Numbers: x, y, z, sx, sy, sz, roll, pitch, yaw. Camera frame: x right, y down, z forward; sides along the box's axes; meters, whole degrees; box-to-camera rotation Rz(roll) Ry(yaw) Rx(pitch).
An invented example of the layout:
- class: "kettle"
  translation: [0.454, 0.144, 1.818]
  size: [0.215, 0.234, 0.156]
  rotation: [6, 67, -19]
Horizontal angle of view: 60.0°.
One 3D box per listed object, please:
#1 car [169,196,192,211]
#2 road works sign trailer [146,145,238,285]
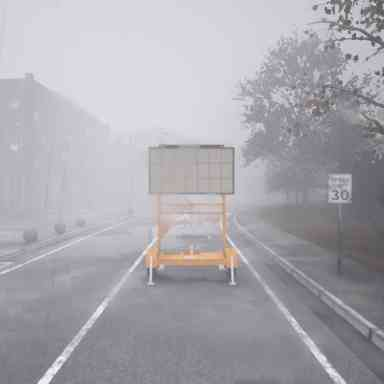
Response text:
- class: "car"
  translation: [-1.370, 1.348, 41.237]
  size: [2.097, 1.767, 4.553]
  rotation: [0, 0, 10]
- class: "road works sign trailer"
  translation: [-0.011, 0.467, 9.484]
  size: [2.380, 3.560, 2.880]
  rotation: [0, 0, 0]
